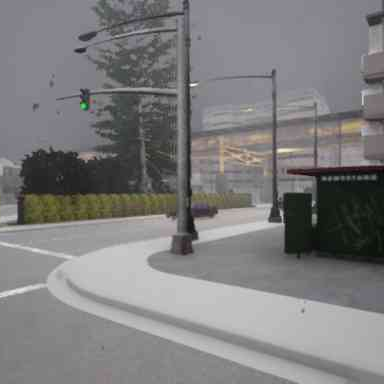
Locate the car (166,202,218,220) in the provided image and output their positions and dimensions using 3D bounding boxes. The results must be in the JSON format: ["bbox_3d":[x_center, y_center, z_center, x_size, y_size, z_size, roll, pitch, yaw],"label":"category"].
[{"bbox_3d":[0.162,1.554,27.726,2.033,1.411,5.357,0,0,36],"label":"car"}]

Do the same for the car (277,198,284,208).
[{"bbox_3d":[12.513,1.498,44.603,1.882,1.535,5.008,0,-1,36],"label":"car"}]
